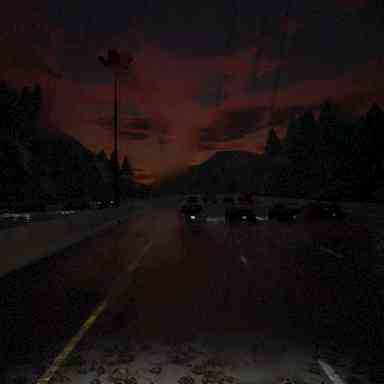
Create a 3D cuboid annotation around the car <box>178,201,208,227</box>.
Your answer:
[{"bbox_3d":[0.053,1.569,22.984,1.994,1.385,4.181,0,0,0],"label":"car"}]

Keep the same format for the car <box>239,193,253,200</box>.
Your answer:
[{"bbox_3d":[10.515,1.235,64.822,2.150,2.045,5.566,0,0,0],"label":"car"}]

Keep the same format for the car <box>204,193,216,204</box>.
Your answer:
[{"bbox_3d":[3.512,1.236,65.560,2.150,2.045,5.566,0,0,0],"label":"car"}]

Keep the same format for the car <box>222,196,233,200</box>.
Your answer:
[{"bbox_3d":[7.014,1.492,65.226,1.882,1.535,5.008,0,0,0],"label":"car"}]

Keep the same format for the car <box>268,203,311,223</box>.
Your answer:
[{"bbox_3d":[7.057,1.530,25.095,1.812,1.442,4.674,0,0,0],"label":"car"}]

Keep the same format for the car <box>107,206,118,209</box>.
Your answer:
[{"bbox_3d":[-10.619,1.364,42.940,2.097,1.767,4.553,0,0,0],"label":"car"}]

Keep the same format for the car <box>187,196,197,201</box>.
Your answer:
[{"bbox_3d":[0.011,1.520,65.563,1.837,1.490,4.892,0,0,0],"label":"car"}]

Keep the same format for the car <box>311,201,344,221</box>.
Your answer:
[{"bbox_3d":[10.551,1.496,27.121,2.128,1.511,4.902,0,0,0],"label":"car"}]

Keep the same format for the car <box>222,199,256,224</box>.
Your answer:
[{"bbox_3d":[3.555,1.531,24.834,1.812,1.442,4.674,0,0,0],"label":"car"}]
